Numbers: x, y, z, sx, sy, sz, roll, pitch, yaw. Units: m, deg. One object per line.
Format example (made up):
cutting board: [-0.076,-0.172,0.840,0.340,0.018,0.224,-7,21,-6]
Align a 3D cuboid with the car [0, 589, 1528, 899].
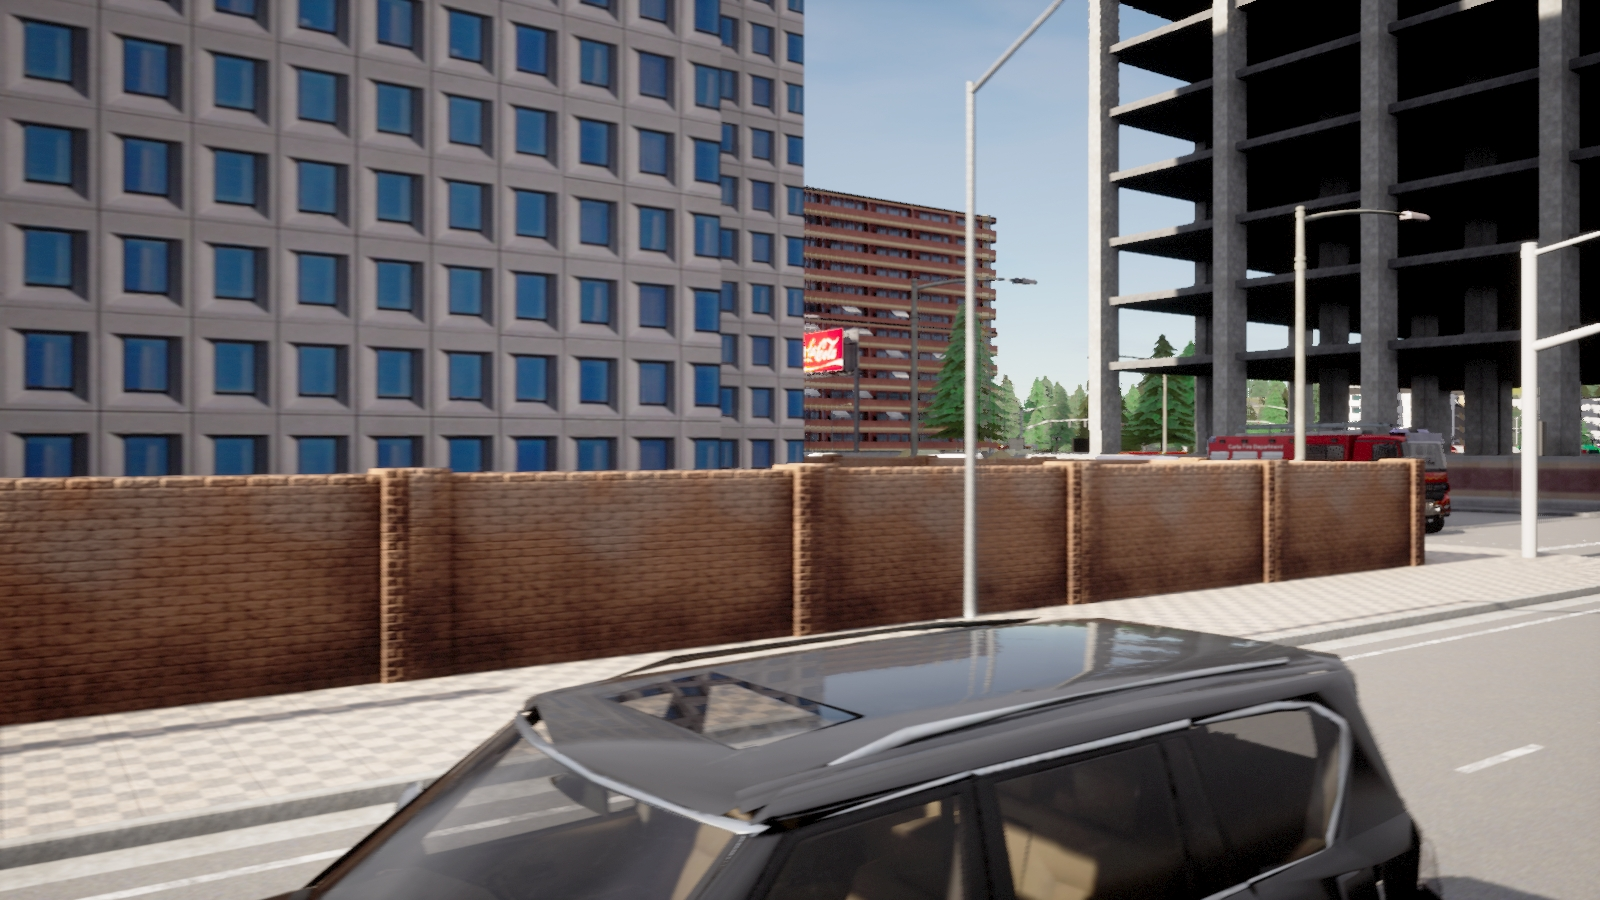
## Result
car: [-0.051,1.779,3.749,5.566,2.045,2.150,0,0,-35]

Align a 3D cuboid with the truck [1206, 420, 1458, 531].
truck: [20.097,0.887,43.776,2.891,3.827,8.468,0,0,-35]

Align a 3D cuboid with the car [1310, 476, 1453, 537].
car: [19.642,1.854,38.723,1.905,1.878,3.866,0,0,-35]
